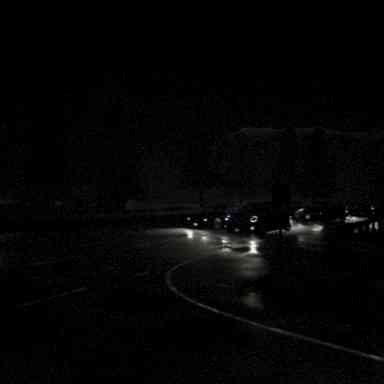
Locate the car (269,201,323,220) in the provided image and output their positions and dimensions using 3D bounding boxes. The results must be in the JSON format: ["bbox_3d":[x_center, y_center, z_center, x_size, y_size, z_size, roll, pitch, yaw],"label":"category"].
[{"bbox_3d":[9.201,1.554,29.106,5.357,1.411,2.033,0,0,-42],"label":"car"}]

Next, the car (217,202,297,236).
[{"bbox_3d":[3.741,1.359,18.597,2.097,1.767,4.553,0,0,41],"label":"car"}]

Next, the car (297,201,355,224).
[{"bbox_3d":[9.950,1.491,25.009,4.902,1.511,2.128,0,0,-42],"label":"car"}]

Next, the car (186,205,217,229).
[{"bbox_3d":[2.006,1.562,22.056,2.033,1.411,5.357,0,0,43],"label":"car"}]

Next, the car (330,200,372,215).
[{"bbox_3d":[16.769,1.596,34.991,4.718,1.301,1.895,0,0,-35],"label":"car"}]

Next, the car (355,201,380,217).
[{"bbox_3d":[16.877,1.342,30.744,4.553,1.767,2.097,0,0,-35],"label":"car"}]
